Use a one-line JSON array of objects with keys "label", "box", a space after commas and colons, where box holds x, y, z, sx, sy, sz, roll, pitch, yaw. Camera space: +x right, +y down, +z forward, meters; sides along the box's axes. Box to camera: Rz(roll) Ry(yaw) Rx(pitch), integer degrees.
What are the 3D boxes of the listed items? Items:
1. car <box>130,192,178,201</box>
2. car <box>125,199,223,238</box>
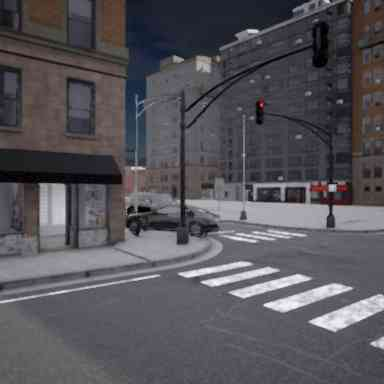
[{"label": "car", "box": [-2.419, 1.052, 22.424, 2.150, 2.045, 5.566, 0, 1, -35]}, {"label": "car", "box": [-0.880, 1.299, 15.596, 4.674, 1.442, 1.812, 2, -3, 14]}]
